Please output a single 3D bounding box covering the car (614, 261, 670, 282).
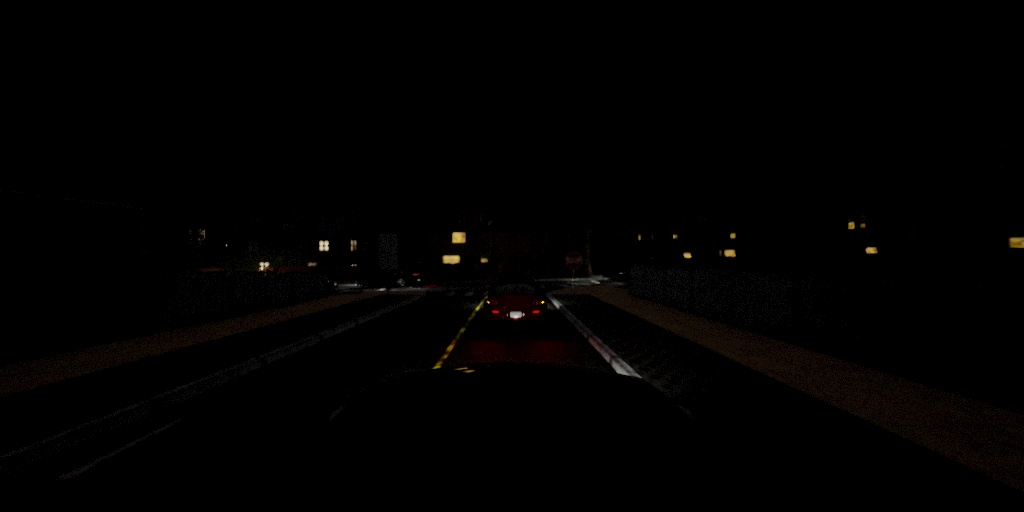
[{"bbox_3d":[10.466,1.141,27.888,5.008,1.535,1.882,-1,0,-1],"label":"car"}]

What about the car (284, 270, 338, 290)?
[{"bbox_3d":[-14.727,1.766,24.930,4.902,1.511,2.128,-1,0,0],"label":"car"}]

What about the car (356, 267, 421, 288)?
[{"bbox_3d":[-9.590,1.641,27.836,4.892,1.490,1.837,-1,-2,6],"label":"car"}]

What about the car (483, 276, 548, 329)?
[{"bbox_3d":[0.097,1.359,11.470,1.812,1.442,4.674,0,-1,0],"label":"car"}]

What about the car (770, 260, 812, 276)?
[{"bbox_3d":[21.848,0.997,27.937,4.718,1.301,1.895,-1,0,0],"label":"car"}]

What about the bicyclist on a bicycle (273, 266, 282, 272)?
[{"bbox_3d":[-20.165,1.668,30.772,0.582,1.620,1.656,-1,1,0],"label":"bicyclist on a bicycle"}]
